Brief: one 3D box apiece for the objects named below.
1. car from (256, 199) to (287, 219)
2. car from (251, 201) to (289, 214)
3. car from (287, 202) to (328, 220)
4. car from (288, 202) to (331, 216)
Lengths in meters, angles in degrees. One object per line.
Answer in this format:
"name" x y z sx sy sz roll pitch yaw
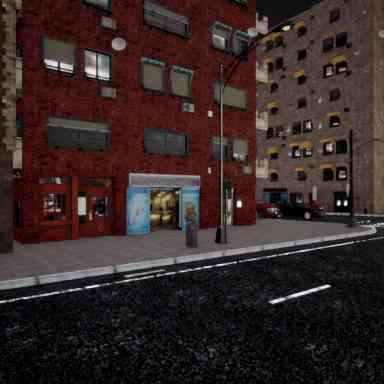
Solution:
"car" 6.086 1.588 32.003 2.192 1.841 5.009 -1 0 -37
"car" 9.663 1.902 41.627 1.947 1.339 4.313 -1 0 -37
"car" 9.999 1.712 31.365 1.882 1.535 5.008 0 -1 -37
"car" 13.016 1.847 37.182 1.802 1.307 4.206 -1 0 -37
